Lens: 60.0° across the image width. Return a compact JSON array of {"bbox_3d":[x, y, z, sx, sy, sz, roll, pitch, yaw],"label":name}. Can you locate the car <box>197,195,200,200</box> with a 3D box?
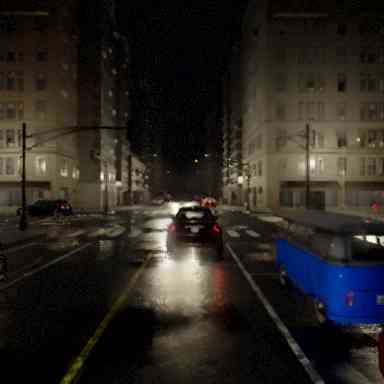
[{"bbox_3d":[2.345,1.728,61.943,1.802,1.307,4.206,0,0,-1],"label":"car"}]

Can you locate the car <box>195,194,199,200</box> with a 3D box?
[{"bbox_3d":[2.100,1.765,73.246,1.802,1.307,4.206,0,0,-1],"label":"car"}]

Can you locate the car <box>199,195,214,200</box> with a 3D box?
[{"bbox_3d":[2.590,1.555,50.636,1.967,1.590,4.097,0,0,-1],"label":"car"}]

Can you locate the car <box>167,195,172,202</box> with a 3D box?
[{"bbox_3d":[-6.546,1.525,78.729,2.192,1.841,5.009,0,0,-1],"label":"car"}]

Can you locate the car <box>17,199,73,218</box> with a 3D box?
[{"bbox_3d":[-13.320,1.419,30.087,4.553,1.767,2.097,0,0,3],"label":"car"}]

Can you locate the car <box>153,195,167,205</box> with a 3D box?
[{"bbox_3d":[-6.178,1.585,61.768,1.967,1.590,4.097,0,0,-1],"label":"car"}]

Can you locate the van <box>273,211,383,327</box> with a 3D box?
[{"bbox_3d":[2.861,1.353,6.746,1.690,1.788,3.998,0,0,0],"label":"van"}]

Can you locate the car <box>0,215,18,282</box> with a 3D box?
[{"bbox_3d":[-5.665,1.452,6.744,1.967,1.590,4.097,0,0,0],"label":"car"}]

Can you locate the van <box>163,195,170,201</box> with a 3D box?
[{"bbox_3d":[-6.791,1.613,90.041,1.690,1.788,3.998,0,0,-1],"label":"van"}]

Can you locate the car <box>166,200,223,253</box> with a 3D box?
[{"bbox_3d":[0.102,1.377,13.984,2.097,1.767,4.553,0,0,0],"label":"car"}]

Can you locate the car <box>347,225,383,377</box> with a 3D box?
[{"bbox_3d":[2.859,1.318,1.223,2.192,1.841,5.009,0,0,0],"label":"car"}]

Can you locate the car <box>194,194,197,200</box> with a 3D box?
[{"bbox_3d":[1.977,1.756,78.900,1.887,1.381,4.507,0,0,-1],"label":"car"}]
